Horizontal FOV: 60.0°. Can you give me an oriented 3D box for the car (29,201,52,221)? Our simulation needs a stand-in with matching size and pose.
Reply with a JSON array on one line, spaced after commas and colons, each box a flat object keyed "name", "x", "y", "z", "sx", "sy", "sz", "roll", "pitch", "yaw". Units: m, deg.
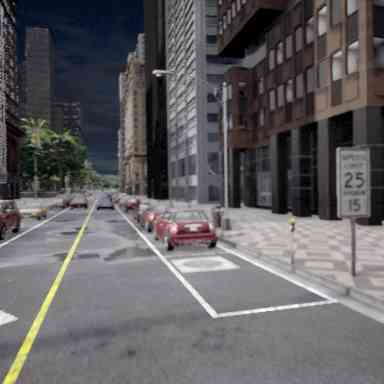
[{"name": "car", "x": -12.906, "y": 1.518, "z": 27.104, "sx": 1.752, "sy": 1.417, "sz": 4.829, "roll": -1, "pitch": 1, "yaw": -15}]

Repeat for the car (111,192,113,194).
[{"name": "car", "x": -13.283, "y": 1.164, "z": 60.907, "sx": 1.967, "sy": 1.590, "sz": 4.097, "roll": -1, "pitch": 1, "yaw": -15}]

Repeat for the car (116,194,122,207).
[{"name": "car", "x": -9.048, "y": 1.300, "z": 45.369, "sx": 1.752, "sy": 1.417, "sz": 4.829, "roll": -1, "pitch": 1, "yaw": -15}]

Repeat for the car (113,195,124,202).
[{"name": "car", "x": -14.708, "y": 1.253, "z": 66.142, "sx": 1.887, "sy": 1.381, "sz": 4.507, "roll": -1, "pitch": 1, "yaw": -15}]

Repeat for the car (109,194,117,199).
[{"name": "car", "x": -21.836, "y": 1.193, "z": 92.314, "sx": 1.947, "sy": 1.339, "sz": 4.313, "roll": -1, "pitch": 1, "yaw": -15}]

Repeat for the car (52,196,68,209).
[{"name": "car", "x": -17.229, "y": 1.517, "z": 42.974, "sx": 1.802, "sy": 1.307, "sz": 4.206, "roll": -1, "pitch": 1, "yaw": -15}]

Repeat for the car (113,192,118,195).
[{"name": "car", "x": -11.857, "y": 1.181, "z": 55.673, "sx": 1.967, "sy": 1.590, "sz": 4.097, "roll": -1, "pitch": 1, "yaw": -15}]

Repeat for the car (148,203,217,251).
[{"name": "car", "x": -0.448, "y": 1.334, "z": 13.800, "sx": 1.967, "sy": 1.590, "sz": 4.097, "roll": -1, "pitch": 1, "yaw": -15}]

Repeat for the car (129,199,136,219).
[{"name": "car", "x": -3.298, "y": 1.435, "z": 24.269, "sx": 1.802, "sy": 1.307, "sz": 4.206, "roll": -1, "pitch": 1, "yaw": -15}]

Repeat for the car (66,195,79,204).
[{"name": "car", "x": -22.934, "y": 1.413, "z": 63.914, "sx": 1.887, "sy": 1.381, "sz": 4.507, "roll": -1, "pitch": 1, "yaw": -15}]

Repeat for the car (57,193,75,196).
[{"name": "car", "x": -18.660, "y": 1.233, "z": 48.207, "sx": 2.192, "sy": 1.841, "sz": 5.009, "roll": -1, "pitch": 1, "yaw": -15}]

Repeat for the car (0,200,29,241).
[{"name": "car", "x": -10.102, "y": 1.348, "z": 16.796, "sx": 2.192, "sy": 1.841, "sz": 5.009, "roll": -1, "pitch": 1, "yaw": -15}]

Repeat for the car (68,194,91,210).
[{"name": "car", "x": -13.983, "y": 1.369, "z": 41.575, "sx": 1.882, "sy": 1.535, "sz": 5.008, "roll": -1, "pitch": 0, "yaw": -15}]

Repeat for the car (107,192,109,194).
[{"name": "car", "x": -18.990, "y": 0.976, "z": 81.843, "sx": 2.192, "sy": 1.841, "sz": 5.009, "roll": -1, "pitch": 1, "yaw": -15}]

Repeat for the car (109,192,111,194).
[{"name": "car", "x": -17.604, "y": 1.202, "z": 76.774, "sx": 1.752, "sy": 1.417, "sz": 4.829, "roll": -1, "pitch": 1, "yaw": -15}]

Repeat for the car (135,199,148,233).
[{"name": "car", "x": -1.874, "y": 1.313, "z": 19.034, "sx": 1.967, "sy": 1.590, "sz": 4.097, "roll": -1, "pitch": 1, "yaw": -15}]

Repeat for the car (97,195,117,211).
[{"name": "car", "x": -10.099, "y": 1.410, "z": 38.855, "sx": 1.994, "sy": 1.385, "sz": 4.181, "roll": -1, "pitch": 0, "yaw": -14}]

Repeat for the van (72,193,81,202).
[{"name": "van", "x": -25.791, "y": 1.178, "z": 74.383, "sx": 1.690, "sy": 1.788, "sz": 3.998, "roll": -1, "pitch": 1, "yaw": -15}]

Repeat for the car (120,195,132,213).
[{"name": "car", "x": -6.151, "y": 1.358, "z": 34.737, "sx": 1.887, "sy": 1.381, "sz": 4.507, "roll": -1, "pitch": 1, "yaw": -15}]
